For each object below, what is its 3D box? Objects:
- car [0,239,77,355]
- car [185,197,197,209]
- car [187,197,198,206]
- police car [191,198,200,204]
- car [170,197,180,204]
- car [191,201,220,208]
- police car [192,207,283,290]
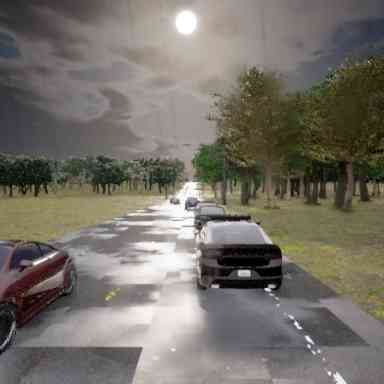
[{"bbox_3d":[-3.598,1.571,5.880,1.994,1.385,4.181,0,0,0],"label":"car"},{"bbox_3d":[0.071,1.505,47.155,2.097,1.767,4.553,0,0,1],"label":"car"},{"bbox_3d":[0.046,1.658,61.805,1.882,1.535,5.008,0,0,0],"label":"car"},{"bbox_3d":[1.068,1.490,25.284,1.930,1.638,5.238,0,0,0],"label":"police car"},{"bbox_3d":[-3.450,1.674,66.834,2.128,1.511,4.902,0,0,0],"label":"car"},{"bbox_3d":[1.063,1.519,19.173,1.882,1.535,5.008,0,0,0],"label":"car"},{"bbox_3d":[1.056,1.440,9.281,1.930,1.638,5.238,0,0,0],"label":"police car"}]
